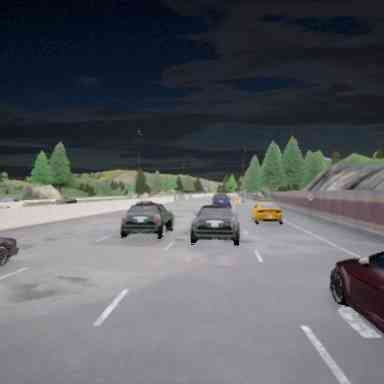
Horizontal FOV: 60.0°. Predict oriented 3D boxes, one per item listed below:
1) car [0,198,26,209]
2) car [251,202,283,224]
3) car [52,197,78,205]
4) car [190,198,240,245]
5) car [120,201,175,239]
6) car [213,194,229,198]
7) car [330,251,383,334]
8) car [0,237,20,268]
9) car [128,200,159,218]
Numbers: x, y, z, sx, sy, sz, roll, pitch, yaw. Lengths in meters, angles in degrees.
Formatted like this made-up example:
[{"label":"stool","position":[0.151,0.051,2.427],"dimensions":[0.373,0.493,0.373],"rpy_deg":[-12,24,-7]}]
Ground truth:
[{"label":"car","position":[-21.380,1.455,38.879],"dimensions":[1.812,1.442,4.674],"rpy_deg":[0,0,6]},{"label":"car","position":[5.534,1.515,24.982],"dimensions":[1.882,1.535,5.008],"rpy_deg":[0,0,6]},{"label":"car","position":[-17.168,1.444,45.217],"dimensions":[2.128,1.511,4.902],"rpy_deg":[0,0,6]},{"label":"car","position":[1.125,1.365,15.722],"dimensions":[2.097,1.767,4.553],"rpy_deg":[0,0,5]},{"label":"car","position":[-2.210,1.352,17.654],"dimensions":[2.097,1.767,4.553],"rpy_deg":[0,0,5]},{"label":"car","position":[3.510,1.258,39.895],"dimensions":[2.150,2.045,5.566],"rpy_deg":[0,0,6]},{"label":"car","position":[3.836,1.583,5.365],"dimensions":[1.994,1.385,4.181],"rpy_deg":[0,0,3]},{"label":"car","position":[-6.568,1.524,8.177],"dimensions":[2.033,1.411,5.357],"rpy_deg":[0,0,4]},{"label":"car","position":[-4.402,1.524,31.152],"dimensions":[1.812,1.442,4.674],"rpy_deg":[0,0,6]}]
